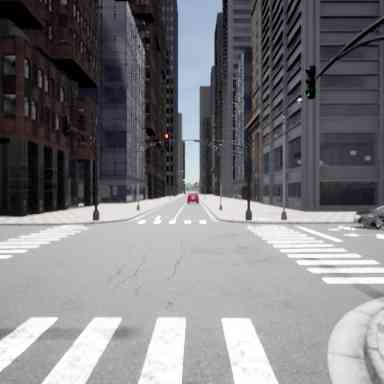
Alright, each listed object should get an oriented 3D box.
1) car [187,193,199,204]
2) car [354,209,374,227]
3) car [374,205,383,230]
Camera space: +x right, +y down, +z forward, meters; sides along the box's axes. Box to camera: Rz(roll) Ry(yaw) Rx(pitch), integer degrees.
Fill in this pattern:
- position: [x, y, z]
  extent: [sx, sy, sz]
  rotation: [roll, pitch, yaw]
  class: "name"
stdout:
- position: [0.201, 1.198, 62.363]
  extent: [2.150, 2.045, 5.566]
  rotation: [0, 0, 0]
  class: "car"
- position: [12.187, 1.379, 19.623]
  extent: [4.902, 1.511, 2.128]
  rotation: [0, 0, 2]
  class: "car"
- position: [12.159, 1.389, 16.393]
  extent: [4.902, 1.511, 2.128]
  rotation: [0, 0, -1]
  class: "car"
